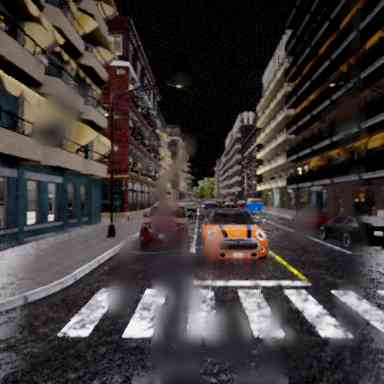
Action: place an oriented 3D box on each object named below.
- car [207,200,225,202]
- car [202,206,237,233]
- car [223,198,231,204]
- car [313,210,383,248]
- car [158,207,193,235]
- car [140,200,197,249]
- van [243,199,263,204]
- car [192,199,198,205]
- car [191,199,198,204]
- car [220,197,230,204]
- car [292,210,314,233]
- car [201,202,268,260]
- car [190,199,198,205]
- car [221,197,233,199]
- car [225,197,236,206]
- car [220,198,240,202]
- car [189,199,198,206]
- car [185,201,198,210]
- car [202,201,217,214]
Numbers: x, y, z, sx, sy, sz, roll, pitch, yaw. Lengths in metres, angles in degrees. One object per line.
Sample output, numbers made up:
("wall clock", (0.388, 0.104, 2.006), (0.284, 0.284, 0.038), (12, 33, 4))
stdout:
("car", (1.956, 1.833, 32.384), (1.812, 1.442, 4.674), (0, -1, 1))
("car", (1.706, 1.745, 22.347), (2.033, 1.411, 5.357), (0, -1, 1))
("car", (9.093, 2.427, 87.624), (1.752, 1.417, 4.829), (1, -1, 1))
("car", (7.330, 1.673, 15.056), (1.947, 1.339, 4.313), (1, -1, 1))
("car", (-0.911, 1.731, 20.869), (1.887, 1.381, 4.507), (1, -1, 1))
("car", (-1.043, 1.441, 15.302), (2.192, 1.841, 5.009), (1, -1, 1))
("van", (8.009, 1.752, 42.905), (1.690, 1.788, 3.998), (1, -1, 1))
("car", (-0.370, 1.995, 43.145), (1.947, 1.339, 4.313), (1, -1, 1))
("car", (0.711, 2.500, 87.697), (1.802, 1.307, 4.206), (1, -1, 1))
("car", (9.227, 2.276, 93.027), (2.192, 1.841, 5.009), (1, -1, 1))
("car", (7.465, 1.750, 20.625), (1.802, 1.307, 4.206), (1, -1, 1))
("car", (1.498, 1.446, 12.841), (2.097, 1.767, 4.553), (0, -1, 1))
("car", (0.576, 2.439, 82.128), (1.802, 1.307, 4.206), (1, -1, 1))
("car", (5.805, 2.100, 59.314), (1.837, 1.490, 4.892), (0, -1, 1))
("car", (8.821, 2.092, 76.318), (2.192, 1.841, 5.009), (1, -1, 1))
("car", (5.554, 2.051, 49.427), (1.994, 1.385, 4.181), (0, -1, 2))
("car", (0.441, 2.340, 76.560), (1.887, 1.381, 4.507), (1, -1, 1))
("car", (-0.100, 2.117, 54.283), (1.947, 1.339, 4.313), (1, -1, 1))
("car", (2.242, 1.944, 42.627), (1.812, 1.442, 4.674), (0, -1, 2))
